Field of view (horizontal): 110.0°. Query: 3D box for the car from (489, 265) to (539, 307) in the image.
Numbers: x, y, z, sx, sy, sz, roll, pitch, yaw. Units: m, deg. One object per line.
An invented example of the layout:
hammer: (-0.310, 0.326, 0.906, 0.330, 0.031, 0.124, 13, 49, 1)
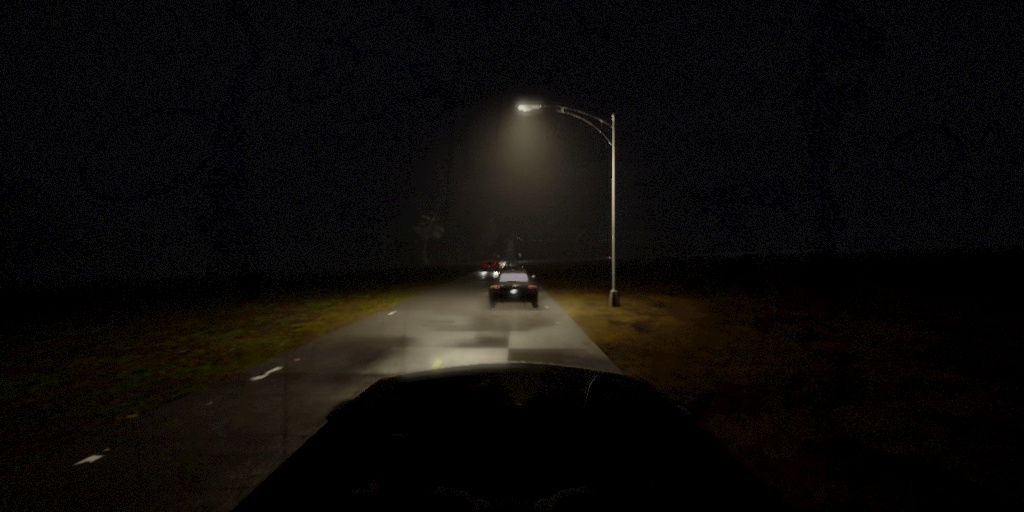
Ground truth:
car: (0.080, 1.281, 15.320, 1.994, 1.385, 4.181, 0, 0, 0)

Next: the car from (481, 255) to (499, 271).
car: (-2.785, 0.899, 46.638, 2.150, 2.045, 5.566, 0, 0, 0)

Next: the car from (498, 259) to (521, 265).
car: (0.068, 1.235, 32.343, 2.033, 1.411, 5.357, 0, 0, 0)
